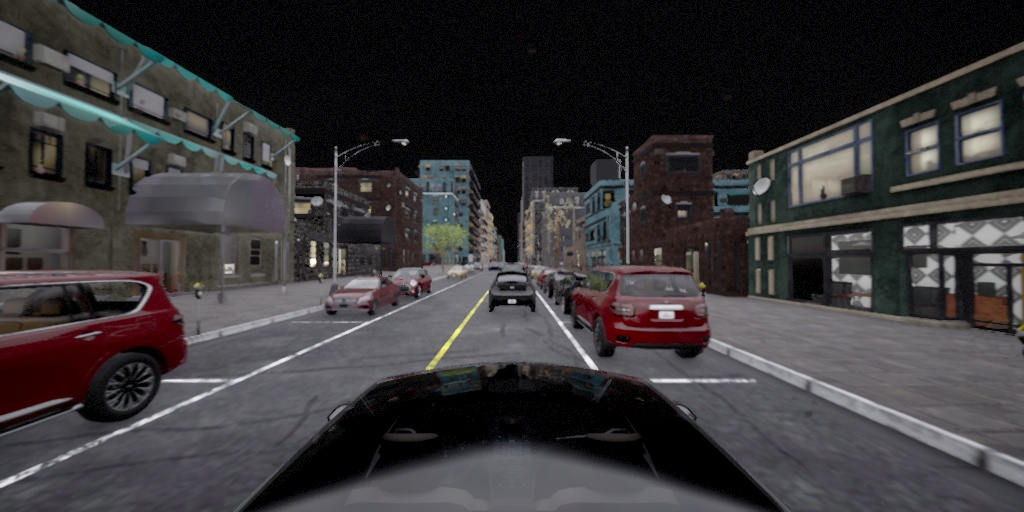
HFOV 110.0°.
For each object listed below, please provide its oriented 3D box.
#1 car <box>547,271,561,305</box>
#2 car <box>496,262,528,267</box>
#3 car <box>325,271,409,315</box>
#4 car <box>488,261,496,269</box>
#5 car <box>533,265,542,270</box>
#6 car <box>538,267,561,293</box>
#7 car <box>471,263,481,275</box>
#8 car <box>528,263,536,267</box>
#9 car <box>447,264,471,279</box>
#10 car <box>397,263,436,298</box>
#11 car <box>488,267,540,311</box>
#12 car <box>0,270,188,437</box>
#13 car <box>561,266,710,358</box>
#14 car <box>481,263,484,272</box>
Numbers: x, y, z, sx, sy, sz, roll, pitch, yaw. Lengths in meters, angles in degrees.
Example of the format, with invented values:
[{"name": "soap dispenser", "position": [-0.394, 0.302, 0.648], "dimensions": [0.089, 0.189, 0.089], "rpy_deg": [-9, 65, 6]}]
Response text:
[{"name": "car", "position": [2.695, 1.447, 14.175], "dimensions": [1.948, 1.339, 4.313], "rpy_deg": [0, 0, 0]}, {"name": "car", "position": [0.027, 1.401, 30.283], "dimensions": [2.097, 1.767, 4.553], "rpy_deg": [0, -1, 0]}, {"name": "car", "position": [-5.686, 1.462, 14.179], "dimensions": [1.802, 1.307, 4.207], "rpy_deg": [0, 0, 0]}, {"name": "car", "position": [-3.030, 1.747, 62.311], "dimensions": [2.097, 1.767, 4.553], "rpy_deg": [0, -1, 1]}, {"name": "car", "position": [2.706, 1.539, 24.935], "dimensions": [1.888, 1.381, 4.507], "rpy_deg": [0, 0, 0]}, {"name": "car", "position": [2.697, 1.505, 19.708], "dimensions": [1.948, 1.339, 4.313], "rpy_deg": [0, 0, 0]}, {"name": "car", "position": [-5.798, 1.801, 49.020], "dimensions": [2.007, 1.370, 4.403], "rpy_deg": [0, 0, 0]}, {"name": "car", "position": [2.762, 1.637, 36.171], "dimensions": [1.751, 1.417, 4.829], "rpy_deg": [0, 0, 0]}, {"name": "car", "position": [-5.748, 1.657, 37.785], "dimensions": [1.751, 1.417, 4.829], "rpy_deg": [0, 0, 0]}, {"name": "car", "position": [-5.683, 1.378, 19.712], "dimensions": [1.967, 1.591, 4.097], "rpy_deg": [0, 0, 0]}, {"name": "car", "position": [0.022, 1.400, 15.350], "dimensions": [1.837, 1.490, 4.892], "rpy_deg": [0, 0, 0]}, {"name": "car", "position": [-5.689, 1.079, 3.114], "dimensions": [2.192, 1.841, 5.009], "rpy_deg": [0, 0, 0]}, {"name": "car", "position": [2.694, 1.137, 8.643], "dimensions": [2.192, 1.841, 5.009], "rpy_deg": [0, 0, 0]}, {"name": "car", "position": [-5.802, 1.808, 59.838], "dimensions": [1.967, 1.591, 4.097], "rpy_deg": [0, 0, 0]}]
